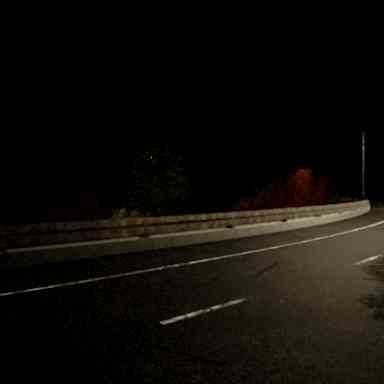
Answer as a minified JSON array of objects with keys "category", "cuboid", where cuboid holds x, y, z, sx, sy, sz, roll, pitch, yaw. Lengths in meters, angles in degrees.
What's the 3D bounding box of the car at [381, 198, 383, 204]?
[{"category":"car","cuboid":[34.936,1.439,58.818,2.128,1.511,4.902,0,0,18]}]
